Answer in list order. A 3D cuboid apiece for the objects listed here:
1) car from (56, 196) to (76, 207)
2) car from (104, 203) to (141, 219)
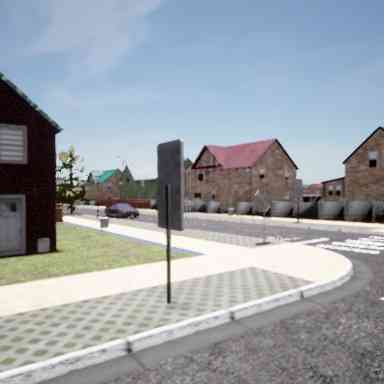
[{"bbox_3d":[-19.613,1.669,51.411,2.150,2.045,5.566,0,-1,-34],"label":"car"},{"bbox_3d":[-7.011,1.845,32.977,2.033,1.411,5.357,0,-1,-34],"label":"car"}]
